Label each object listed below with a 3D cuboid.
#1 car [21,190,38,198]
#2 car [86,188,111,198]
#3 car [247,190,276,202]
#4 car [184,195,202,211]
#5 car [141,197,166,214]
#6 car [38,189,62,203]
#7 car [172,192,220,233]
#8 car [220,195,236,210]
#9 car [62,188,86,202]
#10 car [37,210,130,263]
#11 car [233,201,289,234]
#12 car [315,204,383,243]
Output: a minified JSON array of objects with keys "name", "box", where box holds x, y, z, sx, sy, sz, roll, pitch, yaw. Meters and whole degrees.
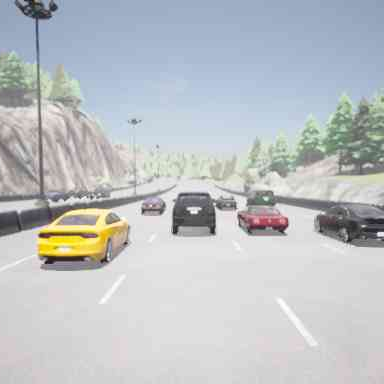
[{"name":"car","box":[-24.503,0.500,51.162,1.812,1.442,4.674,0,1,0]},{"name":"car","box":[-14.003,0.304,51.135,2.150,2.045,5.566,0,1,0]},{"name":"car","box":[7.098,0.790,34.425,2.150,2.045,5.566,0,1,0]},{"name":"car","box":[0.098,1.064,35.194,1.837,1.490,4.892,0,1,0]},{"name":"car","box":[-3.402,1.173,29.920,2.033,1.411,5.357,0,1,0]},{"name":"car","box":[-21.003,0.495,51.144,2.150,2.045,5.566,0,1,0]},{"name":"car","box":[0.099,0.995,18.006,2.150,2.045,5.566,0,1,0]},{"name":"car","box":[3.597,1.052,35.072,2.128,1.511,4.902,0,1,0]},{"name":"car","box":[-17.503,0.202,51.128,2.150,2.045,5.566,0,1,0]},{"name":"car","box":[-3.401,1.334,11.356,1.882,1.535,5.008,0,1,0]},{"name":"car","box":[3.598,1.378,17.725,1.895,1.301,4.718,0,1,0]},{"name":"car","box":[7.099,1.317,14.889,1.837,1.490,4.892,0,1,0]}]
